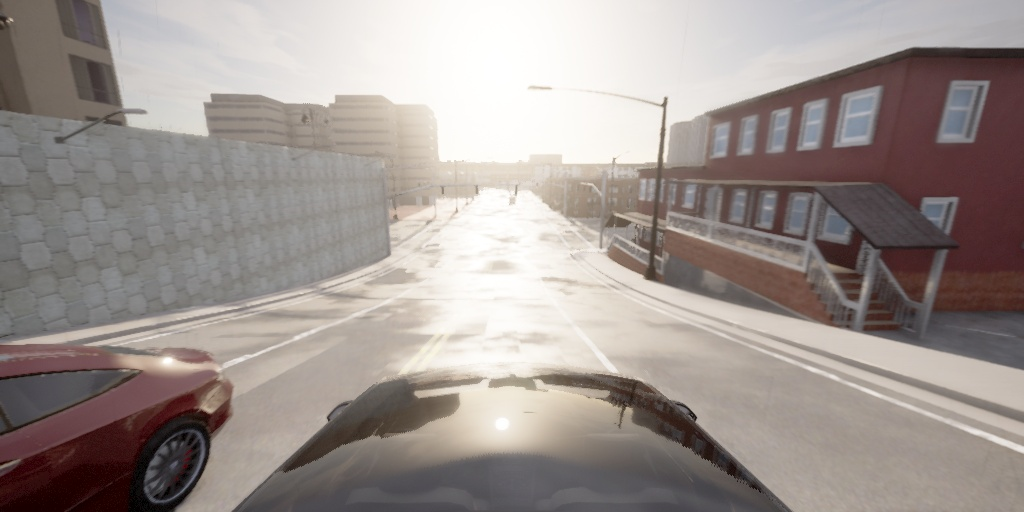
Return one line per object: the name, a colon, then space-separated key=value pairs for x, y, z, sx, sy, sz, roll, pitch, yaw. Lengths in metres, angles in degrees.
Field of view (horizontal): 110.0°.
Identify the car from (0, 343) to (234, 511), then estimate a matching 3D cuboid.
car: x=-3.596 y=1.310 z=1.610 sx=1.812 sy=1.442 sz=4.674 roll=0 pitch=0 yaw=0
